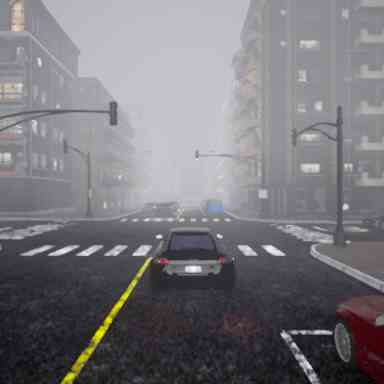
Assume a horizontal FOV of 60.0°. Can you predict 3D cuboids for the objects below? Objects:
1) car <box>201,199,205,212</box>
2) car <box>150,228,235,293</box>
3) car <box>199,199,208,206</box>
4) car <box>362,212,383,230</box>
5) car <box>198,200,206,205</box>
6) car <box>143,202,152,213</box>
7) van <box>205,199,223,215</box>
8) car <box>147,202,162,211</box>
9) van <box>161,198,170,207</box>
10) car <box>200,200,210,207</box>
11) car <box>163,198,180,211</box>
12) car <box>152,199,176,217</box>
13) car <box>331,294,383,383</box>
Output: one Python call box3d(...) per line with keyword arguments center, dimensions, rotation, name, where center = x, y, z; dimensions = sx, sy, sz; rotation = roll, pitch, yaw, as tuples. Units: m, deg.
box3d(center=(2.729, 1.873, 46.410), dimensions=(2.192, 1.841, 5.009), rotation=(-1, -1, 0), name="car")
box3d(center=(-0.061, 1.667, 9.199), dimensions=(1.994, 1.385, 4.181), rotation=(0, -1, -3), name="car")
box3d(center=(2.742, 2.464, 79.531), dimensions=(1.967, 1.590, 4.097), rotation=(-1, -1, 0), name="car")
box3d(center=(14.610, 1.989, 23.929), dimensions=(4.181, 1.385, 1.994), rotation=(1, 0, 0), name="car")
box3d(center=(2.768, 2.755, 90.573), dimensions=(1.947, 1.339, 4.313), rotation=(-1, -1, 0), name="car")
box3d(center=(-5.834, 2.141, 46.458), dimensions=(1.802, 1.307, 4.206), rotation=(-1, -1, 0), name="car")
box3d(center=(2.817, 1.828, 40.913), dimensions=(1.690, 1.788, 3.998), rotation=(-1, -1, 0), name="van")
box3d(center=(-5.833, 2.198, 51.979), dimensions=(1.947, 1.339, 4.313), rotation=(-1, -1, 0), name="car")
box3d(center=(-5.833, 2.285, 74.073), dimensions=(1.690, 1.788, 3.998), rotation=(-1, -1, 0), name="van")
box3d(center=(2.694, 2.408, 68.488), dimensions=(1.887, 1.381, 4.507), rotation=(-1, -1, 0), name="car")
box3d(center=(-3.087, 2.044, 47.039), dimensions=(1.882, 1.535, 5.008), rotation=(0, -1, 0), name="car")
box3d(center=(-3.066, 1.921, 37.438), dimensions=(1.882, 1.535, 5.008), rotation=(0, -1, -1), name="car")
box3d(center=(2.792, 1.616, 3.011), dimensions=(1.802, 1.307, 4.206), rotation=(0, -1, 0), name="car")
